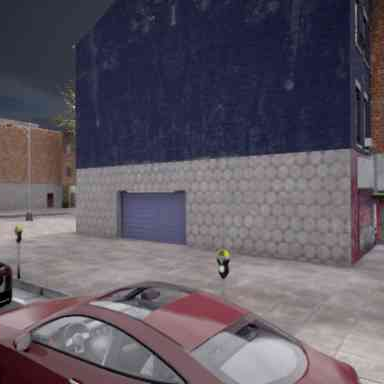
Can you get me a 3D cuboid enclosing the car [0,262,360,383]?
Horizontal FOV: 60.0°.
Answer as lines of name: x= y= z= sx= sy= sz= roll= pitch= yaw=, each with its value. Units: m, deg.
car: x=-0.594 y=1.581 z=3.238 sx=4.206 sy=1.307 sz=1.802 roll=0 pitch=0 yaw=36
